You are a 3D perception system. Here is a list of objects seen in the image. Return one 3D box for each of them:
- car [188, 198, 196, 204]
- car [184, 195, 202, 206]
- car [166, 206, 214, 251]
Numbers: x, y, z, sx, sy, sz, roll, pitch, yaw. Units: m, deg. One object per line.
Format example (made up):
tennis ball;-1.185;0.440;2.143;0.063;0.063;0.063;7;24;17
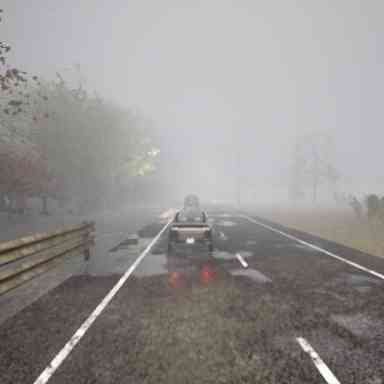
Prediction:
car;-0.038;2.028;75.450;1.895;1.301;4.718;0;0;0
car;-0.047;1.512;48.538;2.150;2.045;5.566;0;0;0
car;-0.057;1.584;14.490;2.128;1.511;4.902;0;0;0
